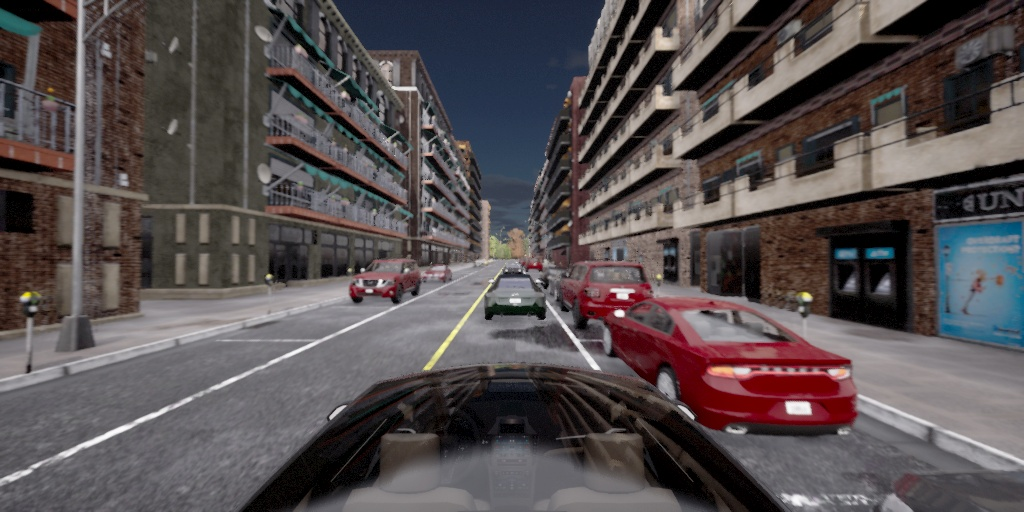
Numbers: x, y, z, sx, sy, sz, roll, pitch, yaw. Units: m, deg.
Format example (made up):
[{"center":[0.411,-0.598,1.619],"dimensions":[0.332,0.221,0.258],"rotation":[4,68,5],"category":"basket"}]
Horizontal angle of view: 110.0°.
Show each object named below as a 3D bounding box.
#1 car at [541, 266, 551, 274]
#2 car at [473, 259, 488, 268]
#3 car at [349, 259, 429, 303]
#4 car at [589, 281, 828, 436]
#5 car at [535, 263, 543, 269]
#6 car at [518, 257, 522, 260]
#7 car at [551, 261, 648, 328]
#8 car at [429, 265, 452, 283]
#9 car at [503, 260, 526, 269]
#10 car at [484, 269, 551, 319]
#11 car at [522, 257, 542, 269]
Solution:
[{"center":[2.689,1.305,16.743],"dimensions":[2.007,1.370,4.403],"rotation":[0,0,0],"category":"car"},{"center":[-5.697,1.324,61.318],"dimensions":[2.007,1.370,4.403],"rotation":[0,0,0],"category":"car"},{"center":[-5.692,1.069,16.775],"dimensions":[2.192,1.841,5.009],"rotation":[0,0,0],"category":"car"},{"center":[2.690,1.296,5.606],"dimensions":[1.888,1.381,4.507],"rotation":[0,0,0],"category":"car"},{"center":[2.688,1.322,22.310],"dimensions":[1.948,1.339,4.313],"rotation":[0,0,0],"category":"car"},{"center":[2.684,1.088,61.286],"dimensions":[2.192,1.841,5.009],"rotation":[0,0,0],"category":"car"},{"center":[2.689,1.067,11.174],"dimensions":[2.192,1.841,5.009],"rotation":[0,0,0],"category":"car"},{"center":[-5.693,1.340,27.911],"dimensions":[1.802,1.307,4.207],"rotation":[0,0,0],"category":"car"},{"center":[0.096,1.362,34.987],"dimensions":[1.895,1.301,4.718],"rotation":[0,0,0],"category":"car"},{"center":[0.098,1.317,12.808],"dimensions":[1.994,1.385,4.181],"rotation":[0,0,0],"category":"car"},{"center":[2.686,1.080,44.582],"dimensions":[2.192,1.841,5.009],"rotation":[0,0,0],"category":"car"}]
